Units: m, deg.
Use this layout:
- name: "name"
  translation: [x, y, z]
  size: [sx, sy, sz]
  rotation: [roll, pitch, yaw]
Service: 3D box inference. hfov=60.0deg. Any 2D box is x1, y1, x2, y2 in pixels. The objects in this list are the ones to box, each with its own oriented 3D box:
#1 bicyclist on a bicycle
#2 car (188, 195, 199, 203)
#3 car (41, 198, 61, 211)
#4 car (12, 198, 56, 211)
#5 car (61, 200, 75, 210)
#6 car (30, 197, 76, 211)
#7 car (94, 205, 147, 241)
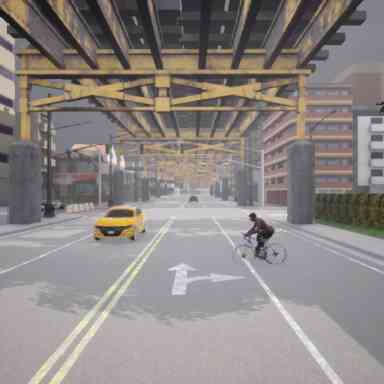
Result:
- name: "bicyclist on a bicycle"
  translation: [2.041, 1.453, 10.138]
  size: [1.656, 1.620, 0.582]
  rotation: [-2, 0, 0]
- name: "car"
  translation: [0.347, 1.489, 71.231]
  size: [1.837, 1.490, 4.892]
  rotation: [0, 0, 0]
- name: "car"
  translation: [-16.916, 1.452, 35.683]
  size: [4.974, 1.542, 2.038]
  rotation: [0, 0, 25]
- name: "car"
  translation: [-16.963, 1.295, 35.705]
  size: [4.536, 1.218, 1.853]
  rotation: [0, 0, 25]
- name: "car"
  translation: [-16.617, 1.295, 39.823]
  size: [4.536, 1.218, 1.853]
  rotation: [0, 0, -20]
- name: "car"
  translation: [-16.569, 1.452, 39.840]
  size: [4.974, 1.542, 2.038]
  rotation: [0, 0, -20]
- name: "car"
  translation: [-3.494, 1.477, 16.924]
  size: [1.882, 1.535, 5.008]
  rotation: [0, 0, 1]
